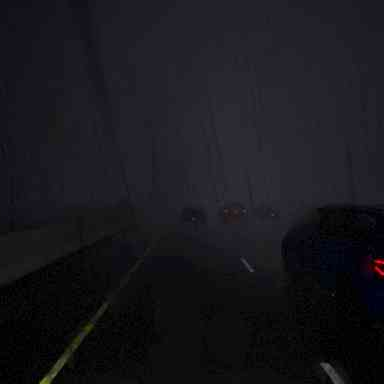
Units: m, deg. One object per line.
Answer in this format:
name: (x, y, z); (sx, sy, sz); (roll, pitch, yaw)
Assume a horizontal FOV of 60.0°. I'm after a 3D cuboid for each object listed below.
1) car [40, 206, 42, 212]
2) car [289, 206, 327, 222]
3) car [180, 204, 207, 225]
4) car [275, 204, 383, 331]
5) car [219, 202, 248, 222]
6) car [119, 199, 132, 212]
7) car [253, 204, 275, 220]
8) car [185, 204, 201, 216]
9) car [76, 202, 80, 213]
car: (-20.986, 2.294, 49.983); (2.128, 1.511, 4.902); (0, -1, 0)
car: (10.621, 1.964, 30.777); (1.895, 1.301, 4.718); (0, -1, 0)
car: (0.118, 1.767, 26.225); (2.128, 1.511, 4.902); (0, -1, 0)
car: (3.604, 1.266, 7.074); (2.150, 2.045, 5.566); (0, 0, 0)
car: (3.621, 1.694, 29.785); (2.097, 1.767, 4.553); (0, -1, 0)
car: (-10.473, 2.058, 51.240); (2.150, 2.045, 5.566); (0, -2, 0)
car: (7.123, 1.909, 31.734); (1.812, 1.442, 4.674); (0, -1, 0)
car: (0.130, 2.210, 41.743); (1.895, 1.301, 4.718); (0, -1, 0)
car: (-17.486, 2.294, 49.979); (2.128, 1.511, 4.902); (0, -1, 0)
